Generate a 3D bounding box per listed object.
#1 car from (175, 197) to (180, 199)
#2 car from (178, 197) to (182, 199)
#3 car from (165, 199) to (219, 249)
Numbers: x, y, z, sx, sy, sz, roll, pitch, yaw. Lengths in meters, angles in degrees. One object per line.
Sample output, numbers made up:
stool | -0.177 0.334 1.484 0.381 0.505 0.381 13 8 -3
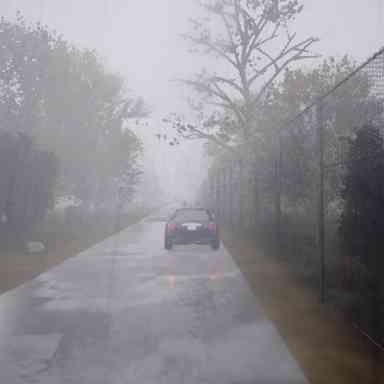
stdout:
car | -3.123 1.843 75.956 2.033 1.411 5.357 0 -1 -1
car | -0.048 1.499 29.656 2.128 1.511 4.902 0 0 0
car | -0.008 1.366 14.622 2.097 1.767 4.553 0 0 0
